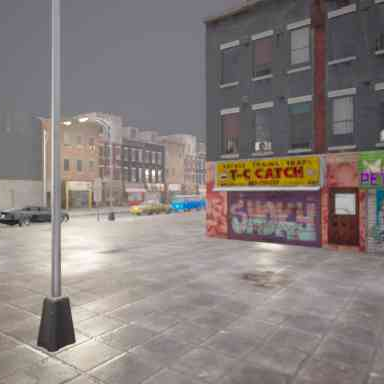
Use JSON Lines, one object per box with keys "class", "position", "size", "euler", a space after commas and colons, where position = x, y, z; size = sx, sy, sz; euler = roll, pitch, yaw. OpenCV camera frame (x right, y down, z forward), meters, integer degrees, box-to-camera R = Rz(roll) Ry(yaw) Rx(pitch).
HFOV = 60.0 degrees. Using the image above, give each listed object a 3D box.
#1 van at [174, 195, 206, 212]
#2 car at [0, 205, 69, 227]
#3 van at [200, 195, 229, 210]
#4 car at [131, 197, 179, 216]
{"class": "van", "position": [-0.449, 1.249, 35.918], "size": [1.690, 1.788, 3.998], "euler": [0, 0, 36]}
{"class": "car", "position": [-10.333, 1.522, 22.111], "size": [1.947, 1.339, 4.313], "euler": [0, 0, 36]}
{"class": "van", "position": [2.845, 1.234, 40.520], "size": [1.690, 1.788, 3.998], "euler": [0, 0, 36]}
{"class": "car", "position": [-3.645, 1.449, 31.454], "size": [1.752, 1.417, 4.829], "euler": [0, 0, 36]}
